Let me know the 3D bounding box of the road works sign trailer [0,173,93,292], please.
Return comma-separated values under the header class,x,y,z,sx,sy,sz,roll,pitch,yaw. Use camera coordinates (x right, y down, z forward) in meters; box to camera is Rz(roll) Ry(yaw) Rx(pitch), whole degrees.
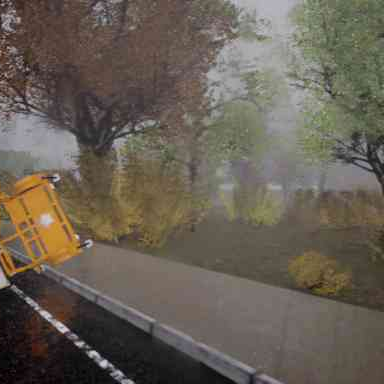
class,x,y,z,sx,sy,sz,roll,pitch,yaw
road works sign trailer,-4.421,1.006,7.203,2.880,2.380,3.560,-27,-3,-2
